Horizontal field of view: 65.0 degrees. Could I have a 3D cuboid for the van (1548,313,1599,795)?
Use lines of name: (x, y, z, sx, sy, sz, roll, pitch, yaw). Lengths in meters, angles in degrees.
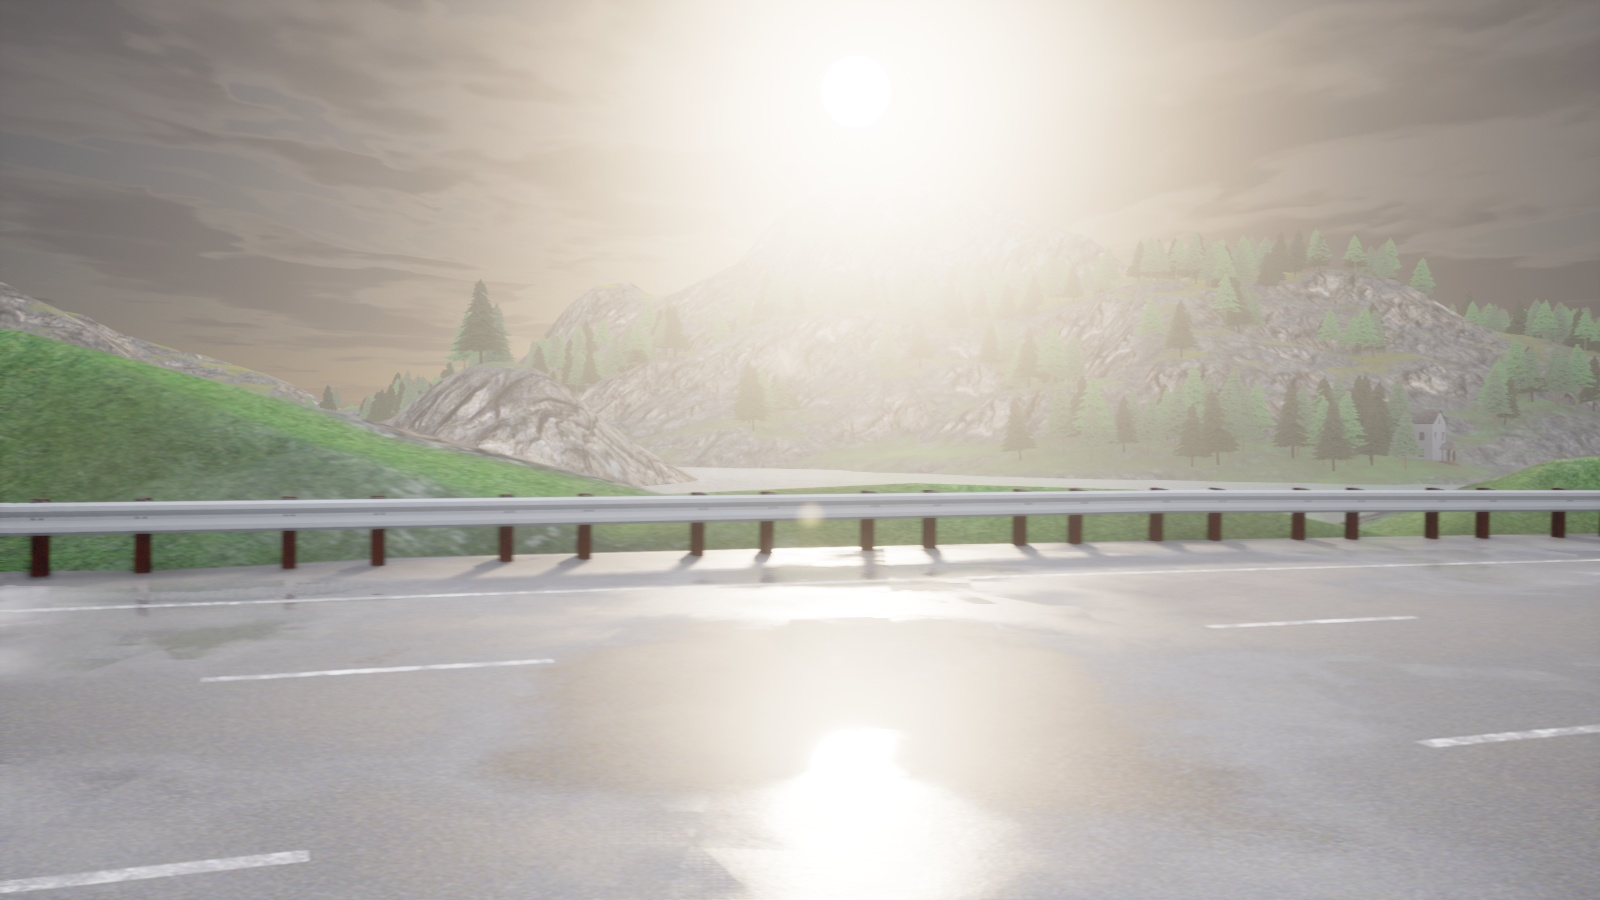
van: (5.603, 0.404, 5.258, 4.442, 1.987, 1.775, -1, 1, -19)
